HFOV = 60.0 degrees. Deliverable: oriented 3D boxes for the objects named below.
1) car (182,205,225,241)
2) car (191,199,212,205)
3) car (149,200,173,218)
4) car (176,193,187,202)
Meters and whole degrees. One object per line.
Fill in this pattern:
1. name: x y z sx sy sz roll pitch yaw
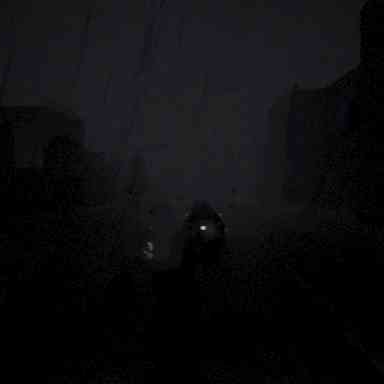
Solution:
1. car: 0.586 1.561 16.706 1.994 1.385 4.181 0 0 2
2. car: 0.930 1.468 33.072 1.882 1.535 5.008 0 0 1
3. car: -2.789 1.514 30.553 1.812 1.442 4.674 0 0 1
4. car: -2.218 1.150 71.504 2.150 2.045 5.566 0 0 1
